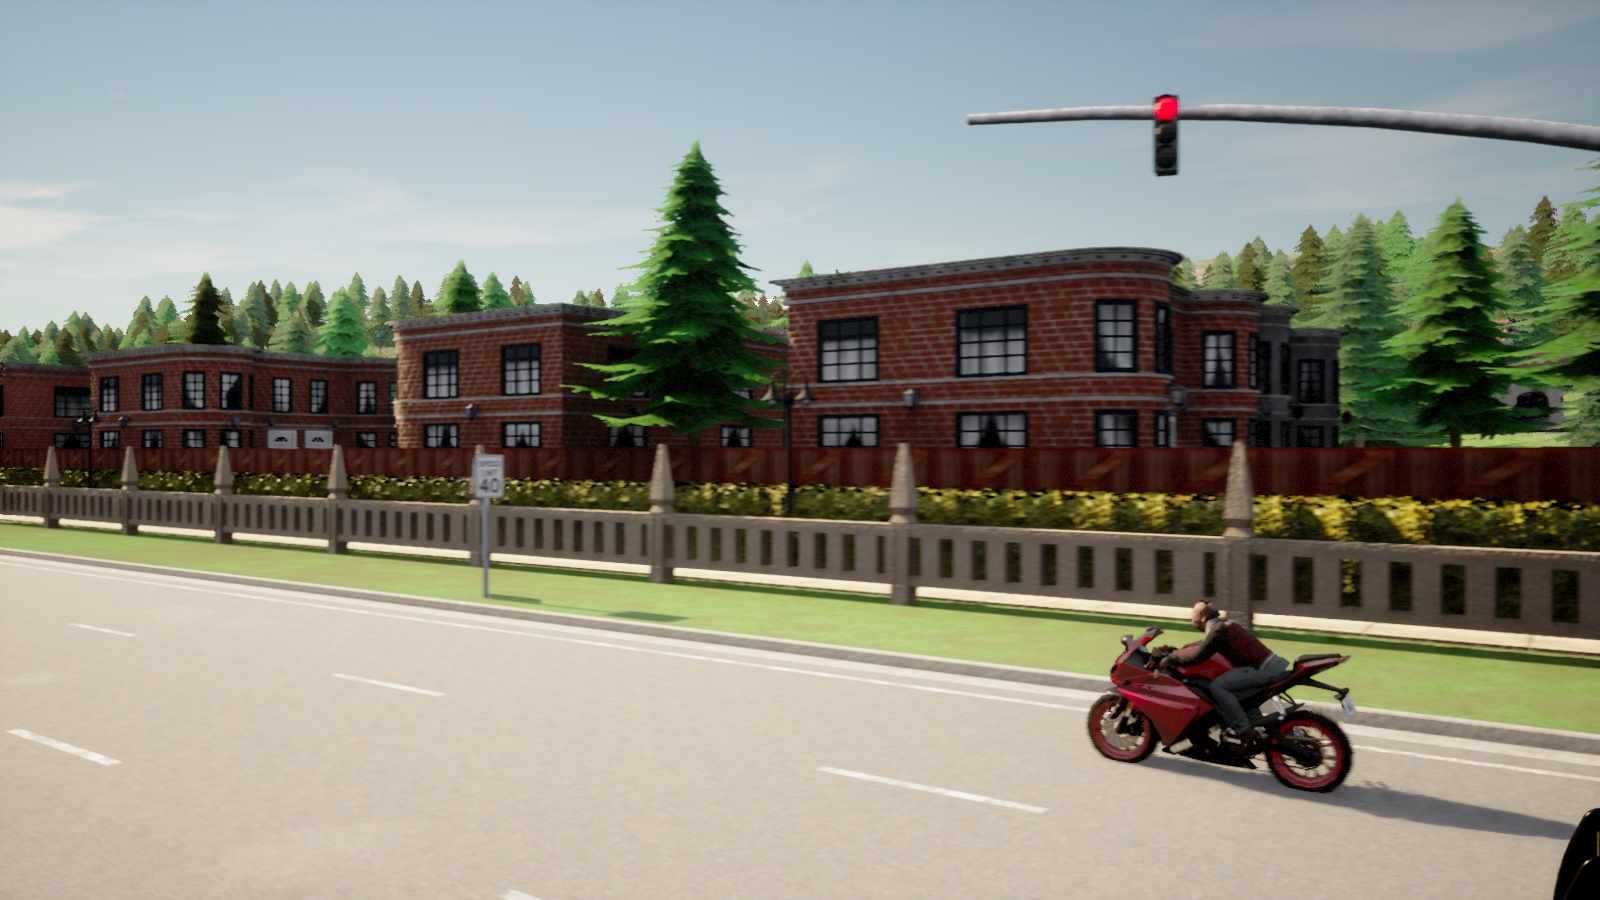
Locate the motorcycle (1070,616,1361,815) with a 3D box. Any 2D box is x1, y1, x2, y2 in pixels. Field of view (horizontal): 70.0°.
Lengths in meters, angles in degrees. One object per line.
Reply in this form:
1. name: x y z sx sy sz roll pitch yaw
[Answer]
1. motorcycle: 3.544 2.205 9.849 2.209 1.251 0.867 0 0 35
